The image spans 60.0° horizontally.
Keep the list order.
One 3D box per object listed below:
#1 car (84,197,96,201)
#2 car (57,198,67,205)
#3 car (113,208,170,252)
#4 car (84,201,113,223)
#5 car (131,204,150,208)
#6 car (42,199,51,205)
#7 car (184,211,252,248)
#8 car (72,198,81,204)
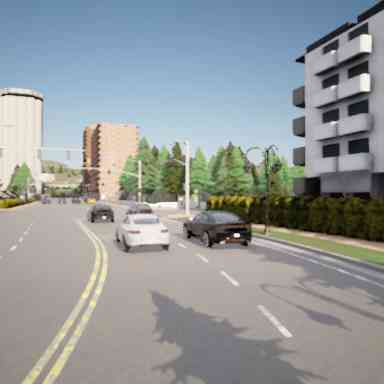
[{"bbox_3d":[-26.041,2.290,85.995,1.882,1.535,5.008,0,-1,-21],"label":"car"},{"bbox_3d":[-32.024,2.351,82.055,2.128,1.511,4.902,0,-1,-21],"label":"car"},{"bbox_3d":[-2.258,1.669,14.734,1.812,1.442,4.674,0,0,-18],"label":"car"},{"bbox_3d":[-7.917,1.792,28.699,1.837,1.490,4.892,0,0,-23],"label":"car"},{"bbox_3d":[-4.672,1.818,30.143,1.812,1.442,4.674,0,0,-21],"label":"car"},{"bbox_3d":[-35.289,2.359,80.796,2.033,1.411,5.357,0,-1,-21],"label":"car"},{"bbox_3d":[1.048,1.627,15.877,1.882,1.535,5.008,0,0,-18],"label":"car"},{"bbox_3d":[-29.411,2.346,85.007,2.128,1.511,4.902,0,-1,-21],"label":"car"}]
